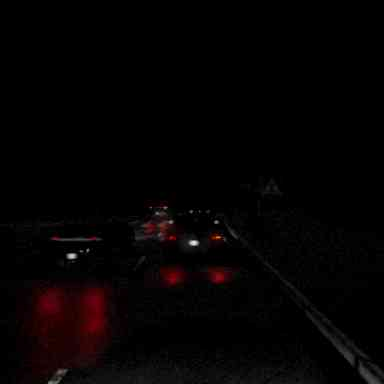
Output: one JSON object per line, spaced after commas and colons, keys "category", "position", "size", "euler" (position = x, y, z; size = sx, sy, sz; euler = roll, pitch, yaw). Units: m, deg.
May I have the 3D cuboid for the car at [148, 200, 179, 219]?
{"category": "car", "position": [-2.296, 1.401, 27.500], "size": [2.128, 1.511, 4.902], "euler": [-1, 0, 7]}

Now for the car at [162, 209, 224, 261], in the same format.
{"category": "car", "position": [0.068, 1.535, 12.226], "size": [1.994, 1.385, 4.181], "euler": [0, 0, 0]}

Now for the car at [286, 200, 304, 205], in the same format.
{"category": "car", "position": [25.178, 2.725, 81.699], "size": [2.097, 1.767, 4.553], "euler": [2, -5, -31]}

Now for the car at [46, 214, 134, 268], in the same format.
{"category": "car", "position": [-3.177, 1.470, 11.222], "size": [2.128, 1.511, 4.902], "euler": [0, 0, 0]}

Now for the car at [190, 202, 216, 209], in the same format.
{"category": "car", "position": [0.913, 1.469, 26.842], "size": [1.895, 1.301, 4.718], "euler": [-1, 0, 8]}
